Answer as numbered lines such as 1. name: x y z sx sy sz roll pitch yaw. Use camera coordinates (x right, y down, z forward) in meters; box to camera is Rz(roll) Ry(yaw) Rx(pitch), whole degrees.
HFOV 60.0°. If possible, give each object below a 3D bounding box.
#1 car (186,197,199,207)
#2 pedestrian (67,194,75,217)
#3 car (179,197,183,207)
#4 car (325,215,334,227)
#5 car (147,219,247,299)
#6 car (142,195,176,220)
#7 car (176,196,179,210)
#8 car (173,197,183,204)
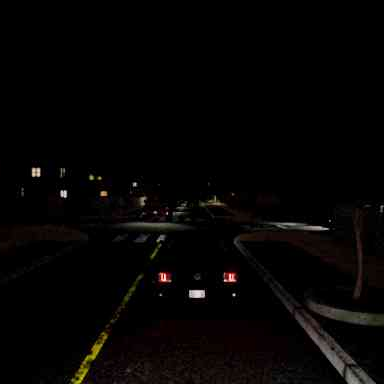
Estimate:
1. car: 0.095 1.609 55.198 1.837 1.490 4.892 0 0 0
2. pedestrian: -9.631 1.046 26.420 0.375 1.860 0.375 0 -2 0
3. car: -2.832 1.447 52.805 2.097 1.767 4.553 0 0 0
4. car: 11.714 1.900 23.505 4.181 1.385 1.994 1 -1 -1
5. car: 0.098 1.605 8.391 1.895 1.301 4.718 0 0 0
6. car: -2.843 1.253 28.462 2.150 2.045 5.566 0 0 0
7. car: -2.849 1.560 40.288 1.837 1.490 4.892 0 0 0
8. car: -2.775 1.680 67.169 1.812 1.442 4.674 0 0 0
